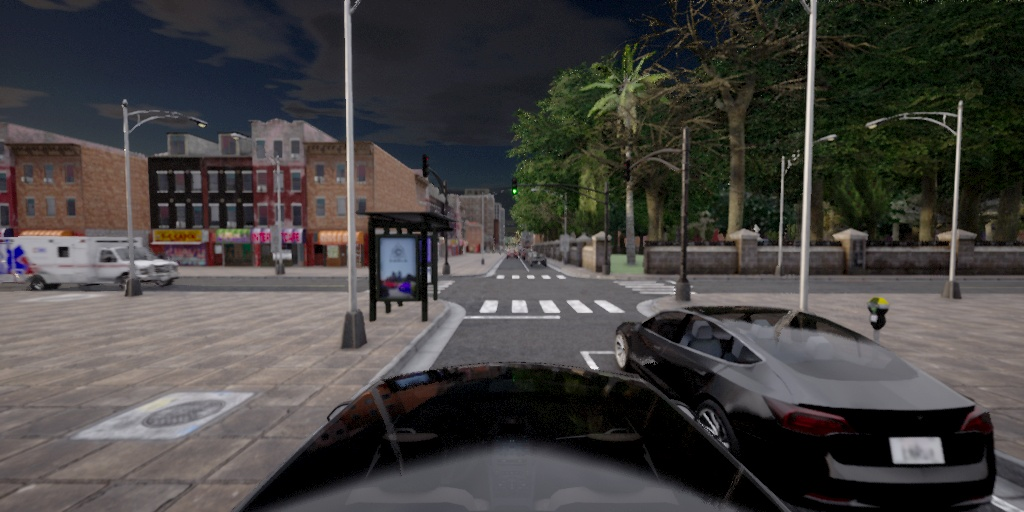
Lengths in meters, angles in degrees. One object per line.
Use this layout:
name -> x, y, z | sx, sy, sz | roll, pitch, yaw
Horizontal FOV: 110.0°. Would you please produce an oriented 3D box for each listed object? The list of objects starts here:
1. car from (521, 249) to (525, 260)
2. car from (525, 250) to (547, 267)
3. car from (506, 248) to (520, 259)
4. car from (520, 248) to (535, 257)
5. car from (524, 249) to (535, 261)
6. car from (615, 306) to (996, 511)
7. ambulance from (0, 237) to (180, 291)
car -> 2.654, 0.091, 47.822 | 2.007, 1.370, 4.403 | 0, 0, 0
car -> 2.650, 0.360, 36.925 | 2.007, 1.370, 4.403 | 0, 0, 0
car -> 0.023, -0.252, 61.459 | 1.812, 1.442, 4.674 | 0, 1, 0
car -> 2.656, -0.273, 53.269 | 2.192, 1.841, 5.009 | 0, 0, 0
car -> 2.652, 0.199, 42.542 | 1.751, 1.417, 4.829 | 0, 0, 0
car -> 2.638, 1.240, 4.424 | 1.948, 1.339, 4.313 | 0, 0, 0
ambulance -> -19.395, 0.336, 16.720 | 6.366, 2.431, 2.351 | 0, 2, 0
